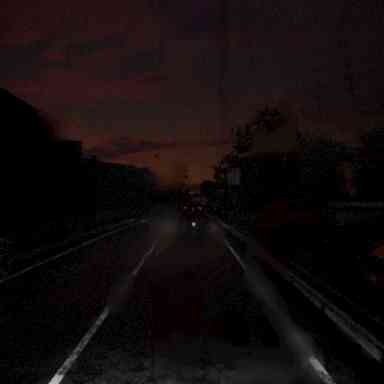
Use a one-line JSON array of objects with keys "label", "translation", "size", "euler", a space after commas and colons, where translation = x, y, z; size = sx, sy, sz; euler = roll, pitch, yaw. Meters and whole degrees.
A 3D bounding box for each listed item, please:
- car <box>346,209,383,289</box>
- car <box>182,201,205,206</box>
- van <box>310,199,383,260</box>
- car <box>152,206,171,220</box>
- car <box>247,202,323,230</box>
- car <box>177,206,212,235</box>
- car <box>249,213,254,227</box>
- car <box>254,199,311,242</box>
[{"label": "car", "translation": [6.322, 1.375, 7.507], "size": [4.553, 1.767, 2.185], "euler": [0, 0, 0]}, {"label": "car", "translation": [0.060, 2.095, 39.216], "size": [2.150, 2.045, 5.566], "euler": [0, -2, 0]}, {"label": "van", "translation": [6.389, 1.303, 10.546], "size": [4.442, 1.987, 1.878], "euler": [0, -1, 0]}, {"label": "car", "translation": [-3.302, 2.313, 37.159], "size": [1.812, 1.442, 4.674], "euler": [0, -3, 0]}, {"label": "car", "translation": [6.199, 1.586, 22.687], "size": [4.553, 1.767, 2.185], "euler": [0, -1, -1]}, {"label": "car", "translation": [0.087, 1.801, 20.546], "size": [1.994, 1.385, 4.181], "euler": [0, -1, 0]}, {"label": "car", "translation": [6.204, 1.656, 19.650], "size": [5.008, 1.535, 2.097], "euler": [0, -1, -1]}, {"label": "car", "translation": [6.258, 1.353, 16.737], "size": [5.566, 2.045, 2.435], "euler": [0, -1, 0]}]
